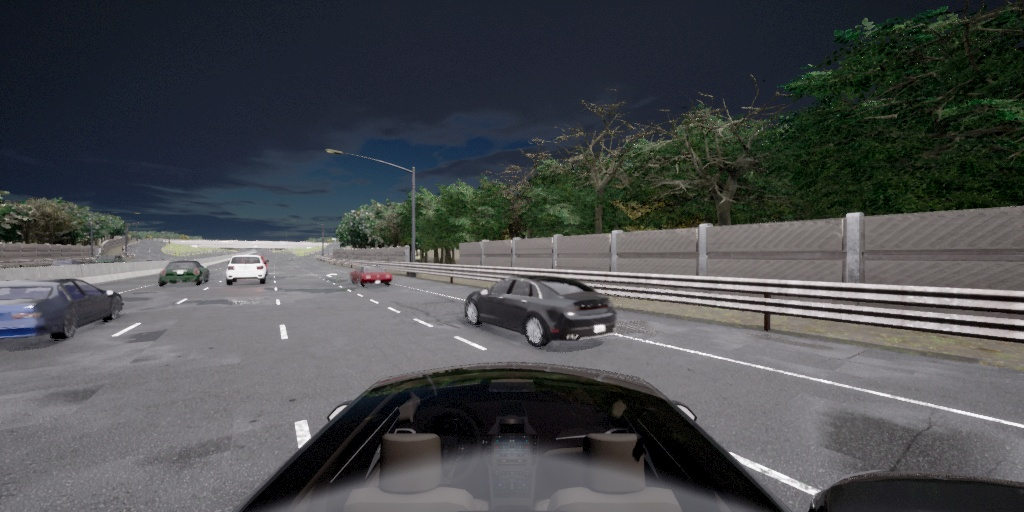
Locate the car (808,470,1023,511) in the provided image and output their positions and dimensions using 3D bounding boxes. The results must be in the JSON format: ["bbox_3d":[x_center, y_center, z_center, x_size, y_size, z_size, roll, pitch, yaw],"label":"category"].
[{"bbox_3d":[2.986,1.315,0.409,4.181,1.385,1.994,0,0,34],"label":"car"}]

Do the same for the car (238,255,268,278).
[{"bbox_3d":[-25.264,0.945,35.114,2.150,2.045,5.566,0,0,-34],"label":"car"}]

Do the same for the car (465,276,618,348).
[{"bbox_3d":[0.456,1.254,9.424,1.837,1.490,4.892,0,0,-34],"label":"car"}]

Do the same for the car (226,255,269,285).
[{"bbox_3d":[-19.273,0.956,26.159,2.150,2.045,5.566,0,0,-34],"label":"car"}]

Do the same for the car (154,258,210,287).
[{"bbox_3d":[-22.716,1.087,25.012,2.097,1.767,4.553,0,0,-34],"label":"car"}]

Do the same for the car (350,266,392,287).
[{"bbox_3d":[-9.746,1.342,24.527,1.895,1.301,4.718,0,0,-34],"label":"car"}]

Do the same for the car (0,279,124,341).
[{"bbox_3d":[-12.078,1.293,9.205,2.033,1.411,5.357,0,0,-34],"label":"car"}]
